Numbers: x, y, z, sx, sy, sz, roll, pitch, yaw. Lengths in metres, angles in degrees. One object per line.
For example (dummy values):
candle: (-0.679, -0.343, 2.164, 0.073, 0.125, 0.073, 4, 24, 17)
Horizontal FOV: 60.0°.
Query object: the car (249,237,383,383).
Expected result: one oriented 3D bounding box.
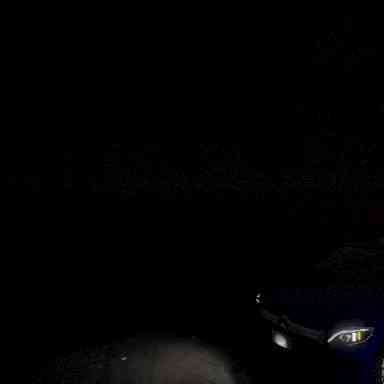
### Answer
car: (3.031, 1.502, 5.213, 4.674, 1.442, 1.812, 0, 0, -32)
